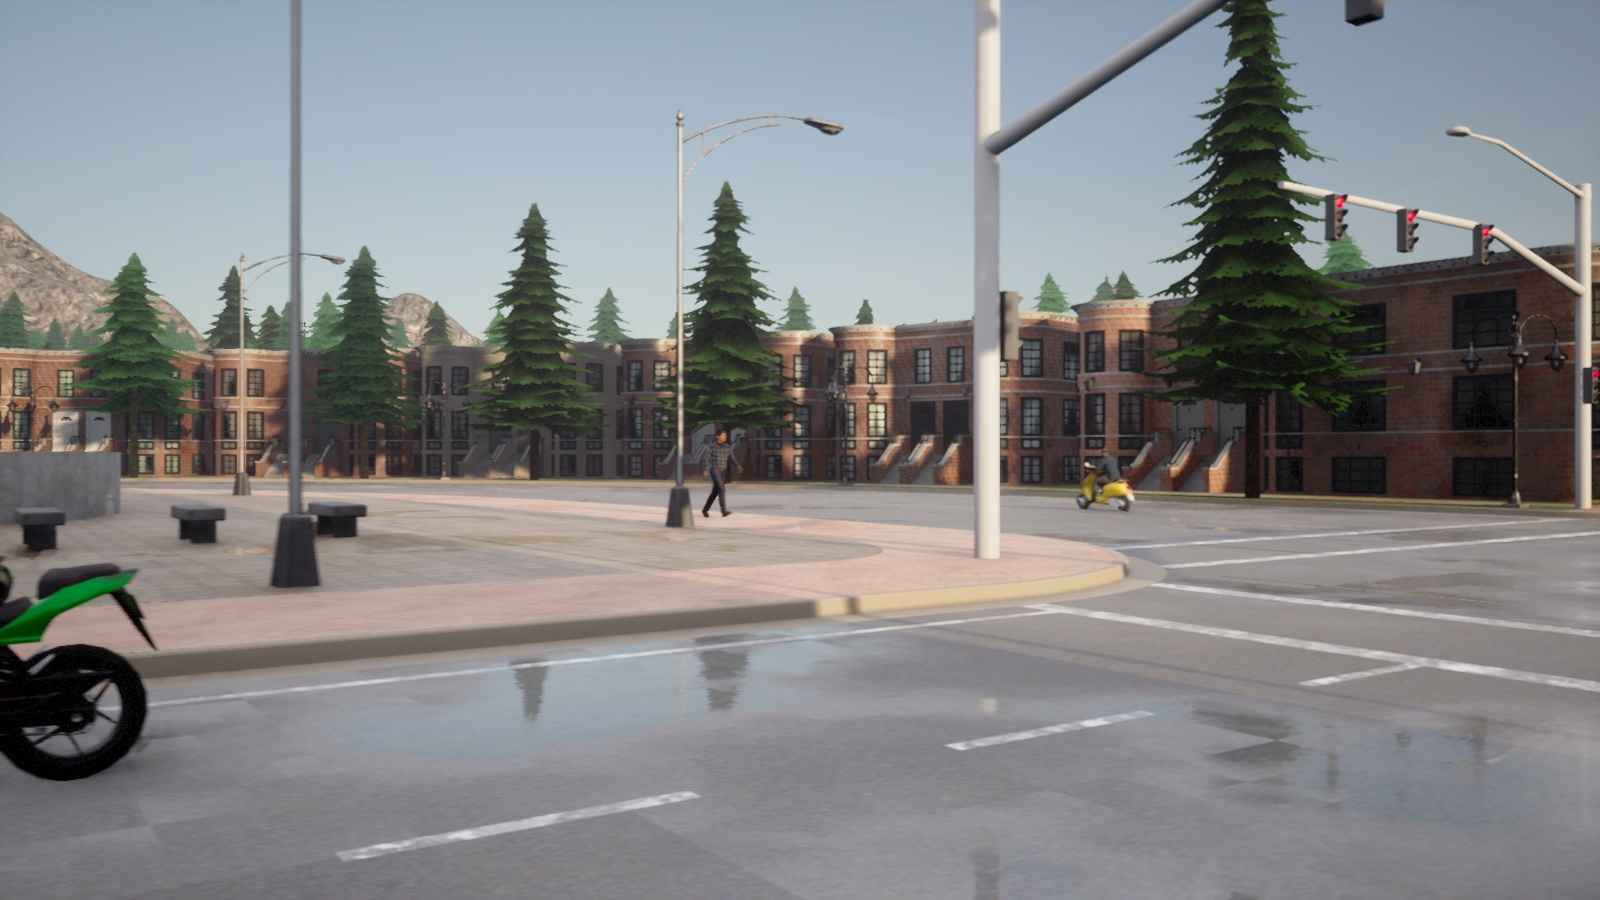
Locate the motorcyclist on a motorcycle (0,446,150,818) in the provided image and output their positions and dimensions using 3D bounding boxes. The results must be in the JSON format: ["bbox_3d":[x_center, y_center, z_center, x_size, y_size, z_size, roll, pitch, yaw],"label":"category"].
[{"bbox_3d":[-3.899,0.749,5.209,2.044,1.523,0.797,0,0,-35],"label":"motorcyclist on a motorcycle"}]

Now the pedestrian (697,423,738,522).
[{"bbox_3d":[-1.654,0.443,25.217,0.423,1.949,0.788,0,0,-42],"label":"pedestrian"}]

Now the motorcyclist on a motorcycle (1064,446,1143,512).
[{"bbox_3d":[7.634,0.711,31.675,0.866,1.590,1.817,0,0,-35],"label":"motorcyclist on a motorcycle"}]
